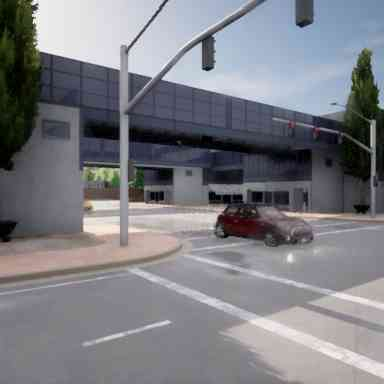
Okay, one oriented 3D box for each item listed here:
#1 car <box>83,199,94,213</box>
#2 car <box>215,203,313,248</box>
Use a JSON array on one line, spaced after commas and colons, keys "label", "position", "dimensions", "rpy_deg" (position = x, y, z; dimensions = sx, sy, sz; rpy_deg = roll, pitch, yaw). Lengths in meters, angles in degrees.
[{"label": "car", "position": [-12.179, 1.483, 35.799], "dimensions": [1.882, 1.535, 5.008], "rpy_deg": [0, 0, -36]}, {"label": "car", "position": [3.111, 1.349, 15.036], "dimensions": [2.097, 1.767, 4.553], "rpy_deg": [0, 0, -37]}]
